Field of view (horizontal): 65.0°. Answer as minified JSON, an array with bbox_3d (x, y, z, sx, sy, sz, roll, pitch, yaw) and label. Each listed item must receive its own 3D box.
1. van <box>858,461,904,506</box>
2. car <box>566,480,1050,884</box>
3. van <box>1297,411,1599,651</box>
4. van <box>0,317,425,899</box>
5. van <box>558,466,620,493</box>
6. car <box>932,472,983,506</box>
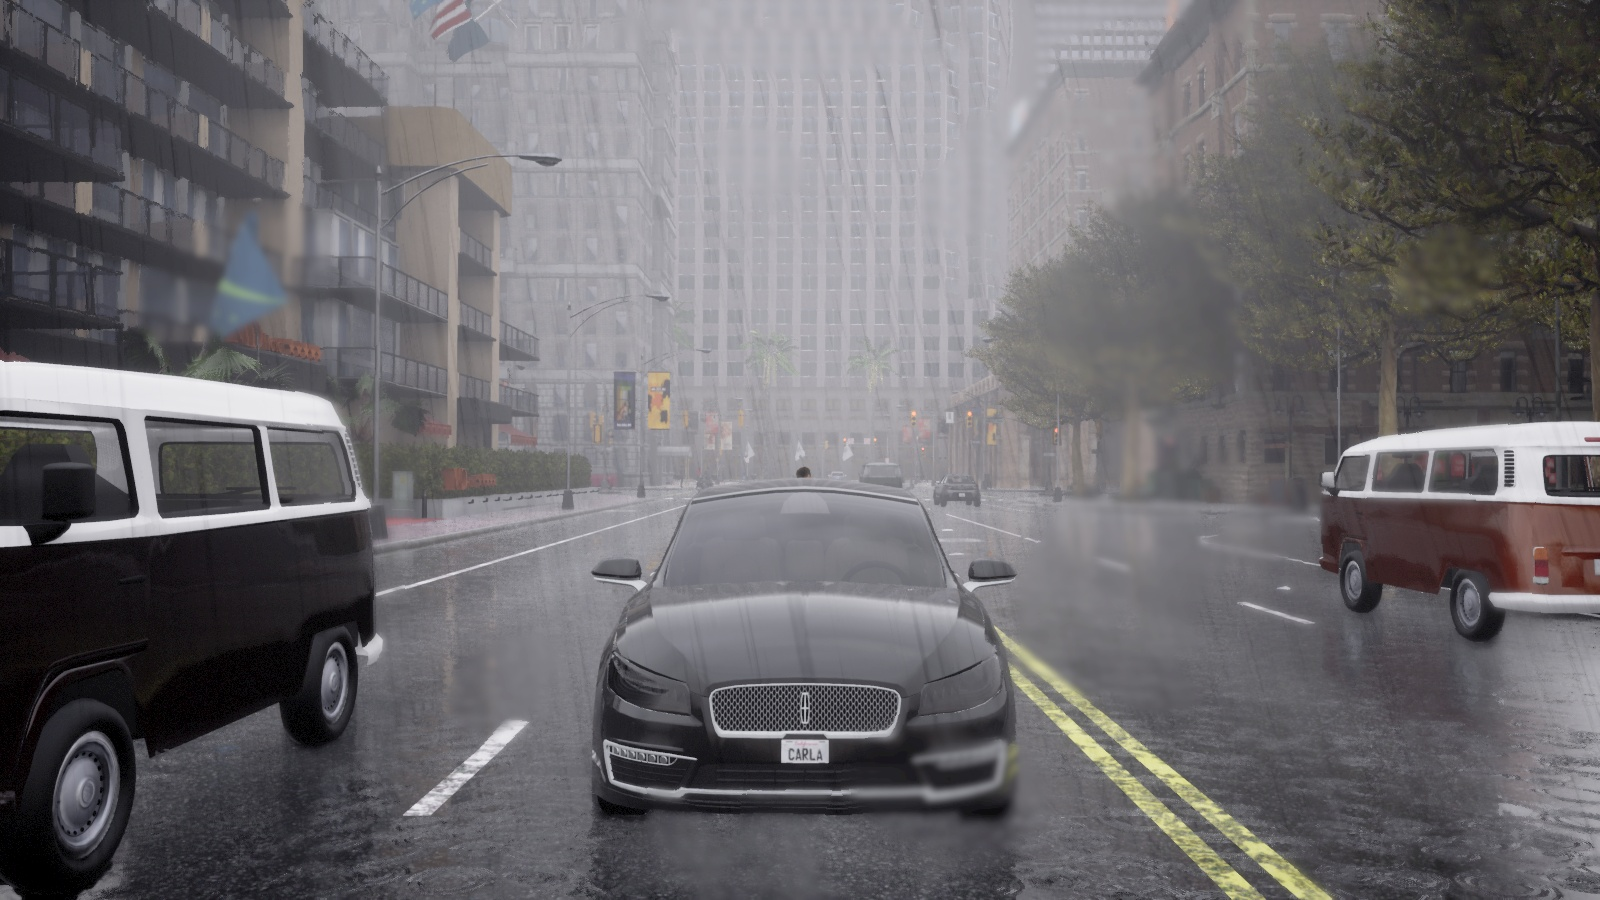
[{"bbox_3d":[3.651,1.511,57.183,1.775,1.987,4.442,0,-1,0],"label":"van"},{"bbox_3d":[0.033,0.940,7.223,1.837,1.490,4.892,0,-1,0],"label":"car"},{"bbox_3d":[7.046,0.726,12.933,2.069,2.038,4.480,0,-1,0],"label":"van"},{"bbox_3d":[-3.470,0.650,5.862,2.069,2.038,4.480,0,-1,0],"label":"van"},{"bbox_3d":[-15.661,2.196,93.451,4.442,1.987,1.775,0,-1,-6],"label":"van"},{"bbox_3d":[7.152,1.760,57.314,1.816,1.474,4.193,0,-1,0],"label":"car"}]
